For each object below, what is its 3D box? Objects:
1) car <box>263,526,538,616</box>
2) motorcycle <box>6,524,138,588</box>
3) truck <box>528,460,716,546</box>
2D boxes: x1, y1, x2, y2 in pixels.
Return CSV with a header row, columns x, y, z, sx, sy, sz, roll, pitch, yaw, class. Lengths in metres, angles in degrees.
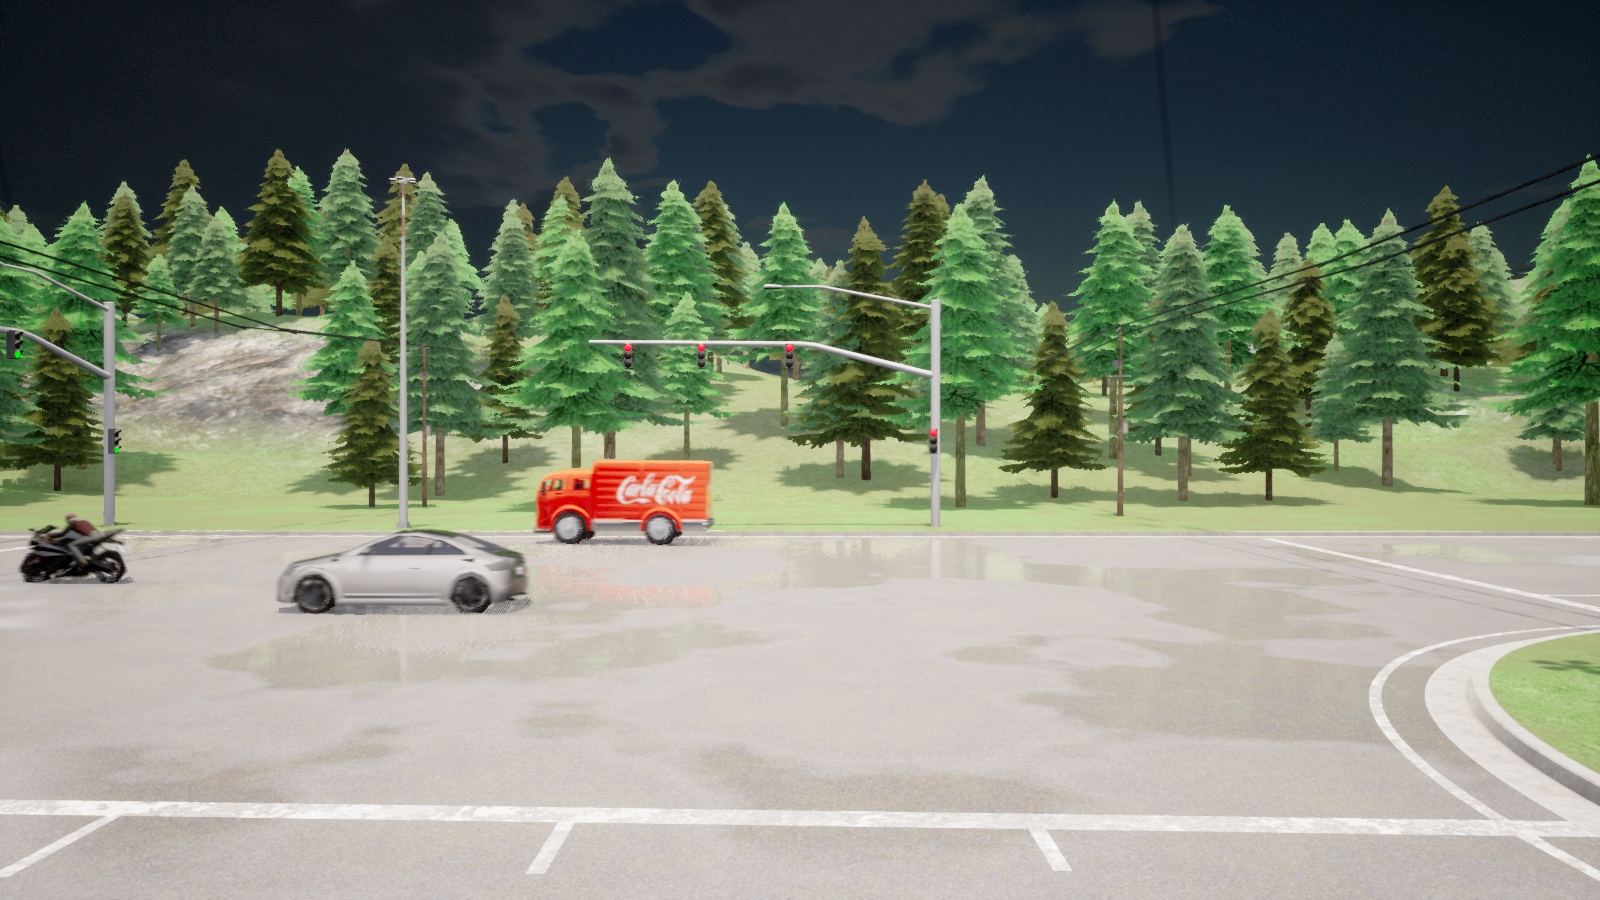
x,y,z,sx,sy,sz,roll,pitch,yaw,class
-6.964,2.105,20.277,4.181,1.385,1.994,0,0,0,car
-15.154,2.189,23.827,2.209,1.251,0.867,0,0,0,motorcycle
-5.239,1.544,34.267,5.204,2.467,2.627,0,0,0,truck
